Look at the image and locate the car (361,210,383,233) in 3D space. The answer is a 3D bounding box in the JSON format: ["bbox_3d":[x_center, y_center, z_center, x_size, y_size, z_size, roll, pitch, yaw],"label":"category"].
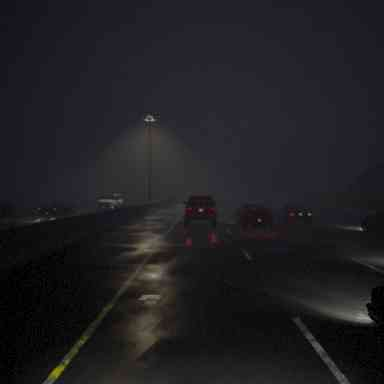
[{"bbox_3d":[10.977,1.624,18.000,1.994,1.385,4.181,0,0,1],"label":"car"}]

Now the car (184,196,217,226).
[{"bbox_3d":[0.593,1.268,23.835,2.150,2.045,5.566,0,0,0],"label":"car"}]

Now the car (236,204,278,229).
[{"bbox_3d":[4.065,1.531,22.161,1.882,1.535,5.008,0,0,1],"label":"car"}]

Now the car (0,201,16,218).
[{"bbox_3d":[-16.995,1.511,28.249,2.128,1.511,4.902,0,0,1],"label":"car"}]

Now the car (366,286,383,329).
[{"bbox_3d":[3.659,1.561,2.839,2.033,1.411,5.357,0,0,1],"label":"car"}]

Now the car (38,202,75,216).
[{"bbox_3d":[-13.374,1.637,33.035,1.895,1.301,4.718,0,0,2],"label":"car"}]

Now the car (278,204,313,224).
[{"bbox_3d":[7.643,1.616,25.695,2.033,1.411,5.357,0,0,1],"label":"car"}]

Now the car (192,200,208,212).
[{"bbox_3d":[1.002,1.687,42.075,1.895,1.301,4.718,0,0,1],"label":"car"}]

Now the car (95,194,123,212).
[{"bbox_3d":[-9.680,1.282,39.443,2.150,2.045,5.566,0,-1,2],"label":"car"}]
